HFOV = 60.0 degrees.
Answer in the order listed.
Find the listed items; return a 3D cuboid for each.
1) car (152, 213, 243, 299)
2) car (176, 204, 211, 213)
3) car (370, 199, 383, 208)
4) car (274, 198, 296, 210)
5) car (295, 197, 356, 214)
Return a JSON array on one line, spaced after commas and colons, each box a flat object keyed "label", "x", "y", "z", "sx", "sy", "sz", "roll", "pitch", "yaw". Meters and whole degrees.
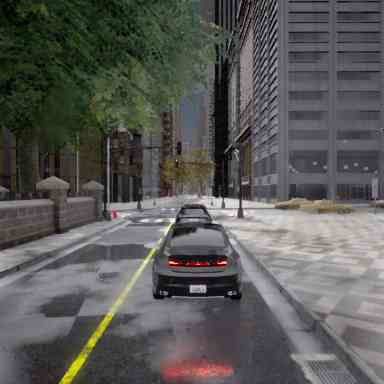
[{"label": "car", "x": 0.111, "y": 1.508, "z": 8.435, "sx": 1.837, "sy": 1.490, "sz": 4.892, "roll": 0, "pitch": 0, "yaw": 0}, {"label": "car", "x": 0.094, "y": 1.440, "z": 18.565, "sx": 2.033, "sy": 1.649, "sz": 4.856, "roll": 0, "pitch": 0, "yaw": 0}, {"label": "car", "x": 23.436, "y": 1.144, "z": 38.962, "sx": 4.829, "sy": 1.417, "sz": 1.752, "roll": -1, "pitch": 1, "yaw": 0}, {"label": "car", "x": 12.095, "y": 1.329, "z": 39.022, "sx": 4.829, "sy": 1.417, "sz": 1.752, "roll": -1, "pitch": 1, "yaw": 0}, {"label": "car", "x": 12.399, "y": 1.341, "z": 30.496, "sx": 4.829, "sy": 1.417, "sz": 1.752, "roll": -1, "pitch": 1, "yaw": 0}]
